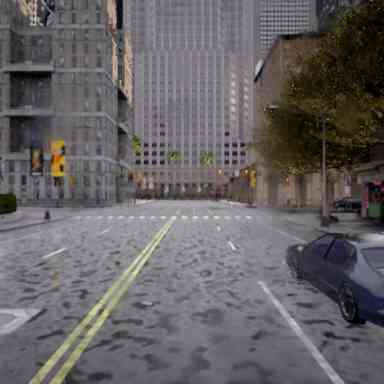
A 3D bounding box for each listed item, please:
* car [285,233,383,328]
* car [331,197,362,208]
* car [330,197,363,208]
[{"bbox_3d":[3.602,1.596,7.158,2.033,1.411,5.357,0,0,0],"label":"car"},{"bbox_3d":[24.155,1.701,51.960,4.553,1.767,2.097,0,0,0],"label":"car"},{"bbox_3d":[25.680,1.724,55.444,4.553,1.767,2.097,0,0,0],"label":"car"}]
